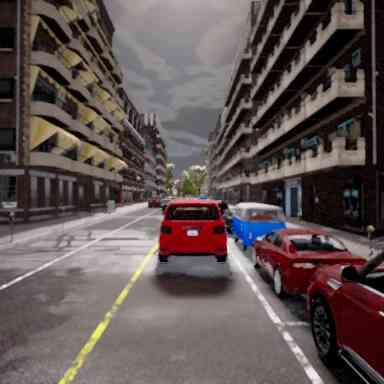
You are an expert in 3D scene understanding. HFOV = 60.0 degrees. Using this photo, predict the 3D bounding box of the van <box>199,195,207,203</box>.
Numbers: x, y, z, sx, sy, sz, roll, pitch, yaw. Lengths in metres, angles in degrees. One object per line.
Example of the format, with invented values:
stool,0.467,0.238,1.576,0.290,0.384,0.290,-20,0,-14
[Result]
van,2.535,1.580,75.313,1.690,1.788,3.998,1,0,0

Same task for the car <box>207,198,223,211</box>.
car,3.043,1.646,45.059,1.837,1.490,4.892,0,0,0

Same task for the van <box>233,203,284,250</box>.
van,2.673,1.385,14.031,1.690,1.788,3.998,1,0,0

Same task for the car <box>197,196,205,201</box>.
car,2.470,1.837,92.026,1.887,1.381,4.507,1,0,0

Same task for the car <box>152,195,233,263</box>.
car,0.039,1.263,12.238,2.150,2.045,5.566,0,0,1

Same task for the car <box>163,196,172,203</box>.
car,-5.863,1.781,80.734,1.752,1.417,4.829,1,0,0

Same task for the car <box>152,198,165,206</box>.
car,-5.813,1.767,58.620,1.802,1.307,4.206,1,0,0

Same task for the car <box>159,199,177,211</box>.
car,-3.197,1.689,44.981,2.033,1.411,5.357,0,0,0

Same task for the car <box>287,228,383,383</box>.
car,2.699,1.325,2.889,2.192,1.841,5.009,1,0,0

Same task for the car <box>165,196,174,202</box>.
car,-5.877,1.840,86.475,1.947,1.339,4.313,1,0,0

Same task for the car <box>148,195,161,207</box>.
car,-5.797,1.482,53.050,2.192,1.841,5.009,1,0,0

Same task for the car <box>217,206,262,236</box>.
car,2.657,1.613,19.601,2.008,1.369,4.403,1,0,0

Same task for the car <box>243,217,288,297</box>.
car,2.683,1.572,8.460,1.887,1.381,4.507,1,0,0

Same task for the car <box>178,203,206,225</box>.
car,0.005,1.631,26.400,2.033,1.411,5.357,0,0,0

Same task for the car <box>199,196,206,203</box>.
car,2.523,1.783,81.054,1.752,1.417,4.829,1,0,0

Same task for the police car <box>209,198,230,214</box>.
police car,3.047,1.545,38.168,1.930,1.638,5.238,0,0,0
